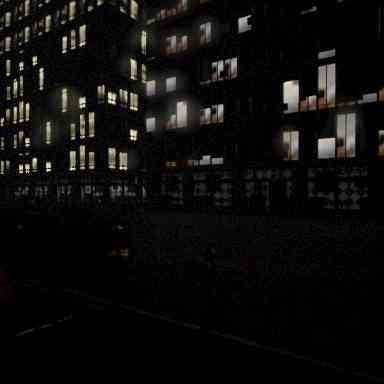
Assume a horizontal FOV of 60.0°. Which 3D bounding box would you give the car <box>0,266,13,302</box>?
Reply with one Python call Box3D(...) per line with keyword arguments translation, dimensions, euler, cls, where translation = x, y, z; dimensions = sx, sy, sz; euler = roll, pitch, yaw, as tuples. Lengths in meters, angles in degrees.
Box3D(translation=(-5.544, 1.526, 6.834), dimensions=(4.829, 1.417, 1.752), euler=(0, 0, 36), cls="car")
